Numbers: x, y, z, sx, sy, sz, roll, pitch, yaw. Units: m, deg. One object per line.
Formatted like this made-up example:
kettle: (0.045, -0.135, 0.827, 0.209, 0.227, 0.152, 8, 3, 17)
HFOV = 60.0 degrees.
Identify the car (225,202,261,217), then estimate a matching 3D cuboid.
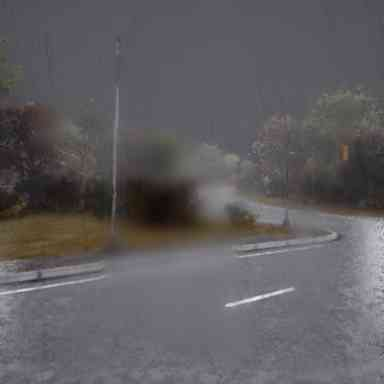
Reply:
car: (5.156, 1.810, 33.956, 2.128, 1.511, 4.902, 2, 1, -22)
